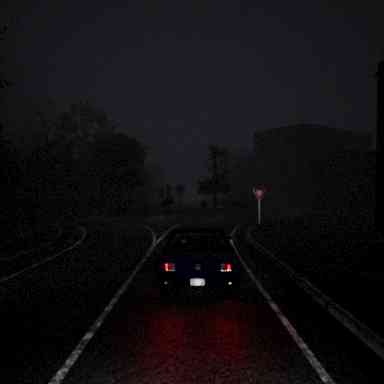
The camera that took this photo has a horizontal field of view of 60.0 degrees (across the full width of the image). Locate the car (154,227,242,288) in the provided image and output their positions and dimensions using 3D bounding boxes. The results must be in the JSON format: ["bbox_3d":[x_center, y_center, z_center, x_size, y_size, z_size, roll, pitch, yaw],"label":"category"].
[{"bbox_3d":[0.187,1.628,9.275,1.895,1.301,4.718,0,0,2],"label":"car"}]

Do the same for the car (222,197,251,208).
[{"bbox_3d":[6.343,1.479,47.817,2.128,1.511,4.902,-1,0,-37],"label":"car"}]
